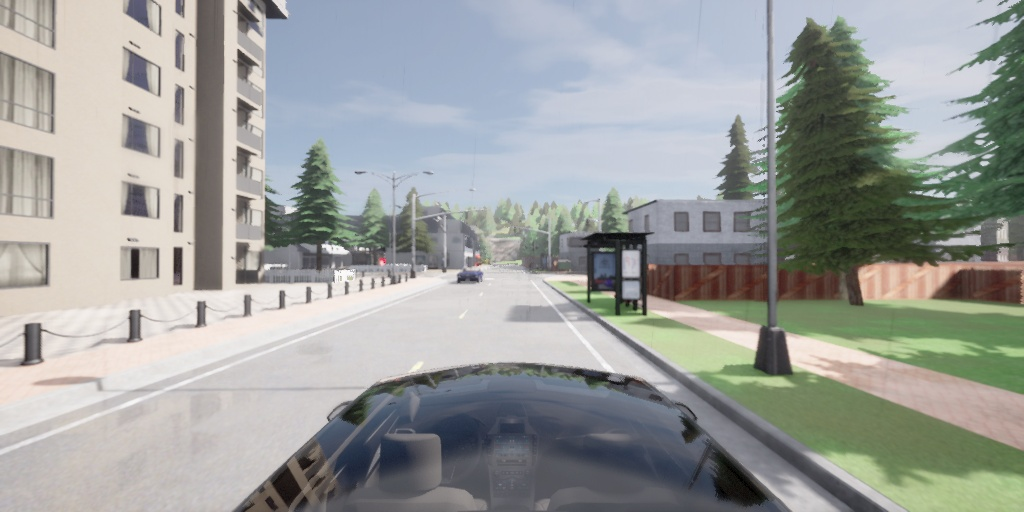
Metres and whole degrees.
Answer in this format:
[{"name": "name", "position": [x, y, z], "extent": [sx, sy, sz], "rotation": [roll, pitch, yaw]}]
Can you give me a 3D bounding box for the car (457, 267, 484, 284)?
[{"name": "car", "position": [-3.503, 1.618, 30.485], "extent": [1.895, 1.301, 4.718], "rotation": [0, -1, 0]}]
